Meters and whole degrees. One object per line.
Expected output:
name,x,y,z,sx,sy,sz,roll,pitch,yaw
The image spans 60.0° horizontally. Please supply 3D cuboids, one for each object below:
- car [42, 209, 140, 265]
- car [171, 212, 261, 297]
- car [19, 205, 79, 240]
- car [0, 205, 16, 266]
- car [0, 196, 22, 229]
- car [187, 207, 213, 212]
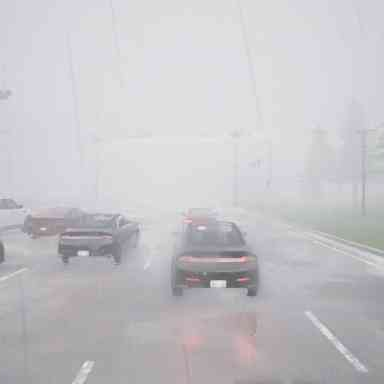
car,-3.038,1.493,11.702,2.128,1.511,4.902,0,0,0
car,0.482,1.492,8.593,2.128,1.511,4.902,0,0,0
car,-6.553,1.479,17.113,1.882,1.535,5.008,0,0,0
car,-6.532,1.352,7.940,2.097,1.767,4.553,0,0,0
car,-10.050,1.223,16.610,2.150,2.045,5.566,0,0,0
car,0.435,1.527,17.674,1.812,1.442,4.674,0,0,0
